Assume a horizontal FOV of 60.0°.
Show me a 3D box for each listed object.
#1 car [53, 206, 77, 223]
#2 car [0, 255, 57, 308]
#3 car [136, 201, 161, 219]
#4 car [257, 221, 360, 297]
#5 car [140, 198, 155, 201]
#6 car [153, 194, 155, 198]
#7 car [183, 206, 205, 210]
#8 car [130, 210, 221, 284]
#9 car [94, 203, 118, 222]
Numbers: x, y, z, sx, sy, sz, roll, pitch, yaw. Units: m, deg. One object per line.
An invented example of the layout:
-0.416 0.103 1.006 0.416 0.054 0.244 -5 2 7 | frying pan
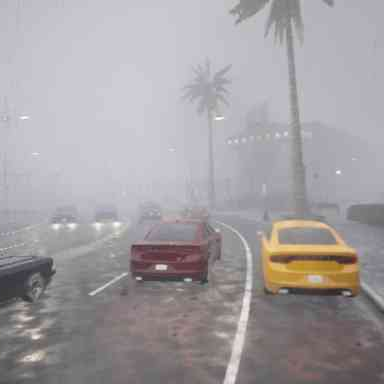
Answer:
-11.396 1.946 30.075 2.033 1.411 5.357 -1 0 -17 | car
-4.585 1.723 5.845 1.895 1.301 4.718 -1 0 14 | car
-3.721 1.786 28.344 2.033 1.411 5.357 -1 0 -12 | car
2.761 1.476 8.657 1.882 1.535 5.008 -1 0 11 | car
-5.564 1.860 42.074 1.837 1.490 4.892 0 -1 -29 | car
-10.511 1.900 75.337 4.553 1.767 2.185 -1 0 42 | car
0.081 1.755 26.295 1.895 1.301 4.718 -1 0 -8 | car
-0.241 1.541 9.900 1.882 1.535 5.008 -1 0 10 | car
-7.975 1.814 30.772 1.882 1.535 5.008 -1 -1 -16 | car
